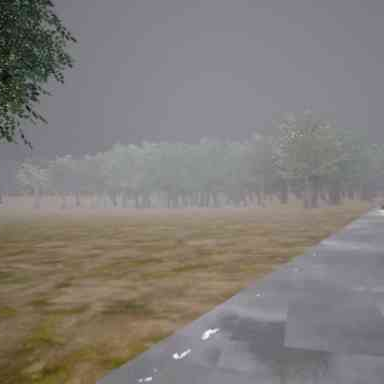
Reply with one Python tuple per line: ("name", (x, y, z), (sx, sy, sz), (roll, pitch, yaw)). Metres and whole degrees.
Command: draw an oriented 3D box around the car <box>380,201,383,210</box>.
("car", (24.537, 1.513, 41.119), (1.994, 1.385, 4.181), (-2, -1, 32))
